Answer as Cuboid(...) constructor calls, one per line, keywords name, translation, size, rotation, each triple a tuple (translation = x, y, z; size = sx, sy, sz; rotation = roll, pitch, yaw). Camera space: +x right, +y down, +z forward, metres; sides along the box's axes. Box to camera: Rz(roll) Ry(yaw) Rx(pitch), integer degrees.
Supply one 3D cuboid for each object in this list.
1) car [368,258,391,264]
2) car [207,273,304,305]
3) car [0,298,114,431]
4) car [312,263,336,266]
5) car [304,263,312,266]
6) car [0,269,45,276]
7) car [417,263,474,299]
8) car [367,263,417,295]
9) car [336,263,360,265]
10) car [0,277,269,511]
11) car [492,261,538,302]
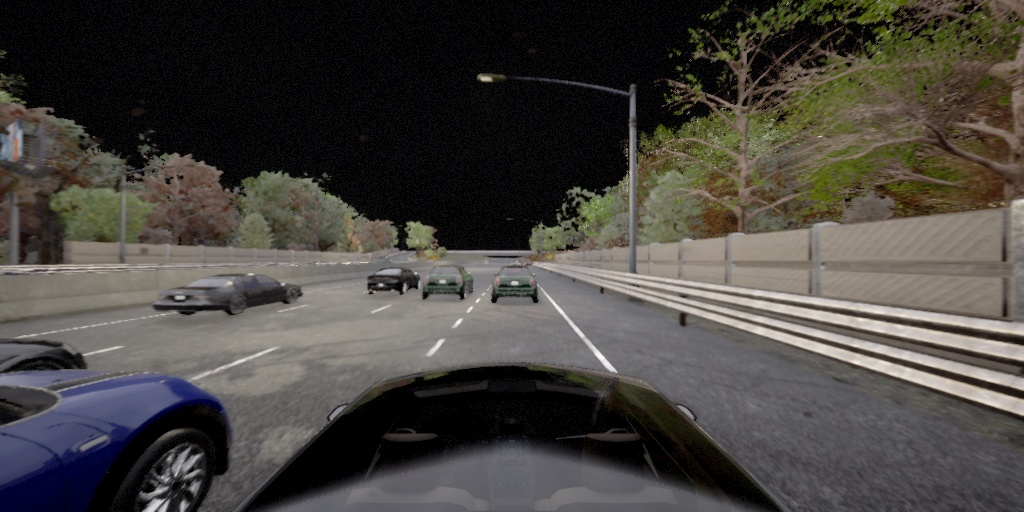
Cuboid(name="car", translation=(-20.528, 1.378, 55.857), size=(2.150, 2.045, 5.566), rotation=(0, -1, 1))
Cuboid(name="car", translation=(-10.297, 1.359, 13.657), size=(2.033, 1.411, 5.357), rotation=(0, 0, 1))
Cuboid(name="car", translation=(-6.889, 1.304, 3.197), size=(1.994, 1.385, 4.181), rotation=(0, 0, 1))
Cuboid(name="car", translation=(-27.537, 1.715, 54.125), size=(1.895, 1.301, 4.718), rotation=(0, -1, 1))
Cuboid(name="car", translation=(-31.012, 1.720, 55.690), size=(1.895, 1.301, 4.718), rotation=(0, -1, 1))
Cuboid(name="car", translation=(-20.988, 1.272, 14.007), size=(2.128, 1.511, 4.902), rotation=(0, 0, 1))
Cuboid(name="car", translation=(-3.245, 1.229, 18.989), size=(2.097, 1.767, 4.553), rotation=(0, 0, 1))
Cuboid(name="car", translation=(-6.725, 1.359, 20.953), size=(1.882, 1.535, 5.008), rotation=(0, 0, 1))
Cuboid(name="car", translation=(-24.038, 1.727, 54.179), size=(1.895, 1.301, 4.718), rotation=(0, -1, 1))
Cuboid(name="car", translation=(-3.410, 1.087, 1.134), size=(2.097, 1.767, 4.553), rotation=(0, 0, 1))
Cuboid(name="car", translation=(0.146, 1.231, 17.918), size=(2.097, 1.767, 4.553), rotation=(0, 0, 1))
